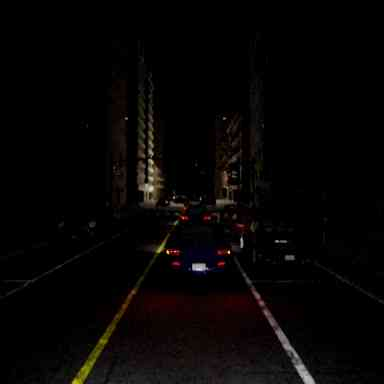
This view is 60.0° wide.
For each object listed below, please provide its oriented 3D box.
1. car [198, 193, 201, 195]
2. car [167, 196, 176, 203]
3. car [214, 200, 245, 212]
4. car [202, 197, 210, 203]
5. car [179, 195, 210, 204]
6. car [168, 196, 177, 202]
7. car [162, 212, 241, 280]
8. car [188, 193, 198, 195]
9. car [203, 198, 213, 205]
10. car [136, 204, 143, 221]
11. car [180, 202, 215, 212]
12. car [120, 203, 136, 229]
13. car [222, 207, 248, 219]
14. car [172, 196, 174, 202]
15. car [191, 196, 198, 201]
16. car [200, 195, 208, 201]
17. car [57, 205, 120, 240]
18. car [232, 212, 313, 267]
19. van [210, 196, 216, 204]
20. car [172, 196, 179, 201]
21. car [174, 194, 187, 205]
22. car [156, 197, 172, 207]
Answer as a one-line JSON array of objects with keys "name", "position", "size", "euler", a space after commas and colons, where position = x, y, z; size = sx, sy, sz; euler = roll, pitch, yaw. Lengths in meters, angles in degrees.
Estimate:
[{"name": "car", "position": [3.268, 1.567, 83.401], "size": [2.192, 1.841, 5.009], "euler": [0, 0, 0]}, {"name": "car", "position": [-4.802, 1.763, 77.604], "size": [1.752, 1.417, 4.829], "euler": [0, 0, 0]}, {"name": "car", "position": [2.799, 1.511, 22.396], "size": [1.967, 1.590, 4.097], "euler": [0, 0, 0]}, {"name": "car", "position": [3.224, 1.821, 77.719], "size": [1.802, 1.307, 4.206], "euler": [0, 0, 0]}, {"name": "car", "position": [0.294, 1.446, 29.570], "size": [2.097, 1.767, 4.553], "euler": [0, 0, 3]}, {"name": "car", "position": [-4.757, 1.818, 83.456], "size": [1.947, 1.339, 4.313], "euler": [0, 0, 0]}, {"name": "car", "position": [0.164, 1.557, 9.890], "size": [1.812, 1.442, 4.674], "euler": [0, 0, 0]}, {"name": "car", "position": [0.643, 1.607, 85.114], "size": [2.097, 1.767, 4.553], "euler": [0, 0, 0]}, {"name": "car", "position": [3.137, 1.789, 66.356], "size": [1.802, 1.307, 4.206], "euler": [0, 0, 0]}, {"name": "car", "position": [-5.184, 1.639, 27.967], "size": [2.008, 1.369, 4.403], "euler": [0, 0, 0]}, {"name": "car", "position": [0.249, 1.590, 20.302], "size": [1.812, 1.442, 4.674], "euler": [0, 0, 0]}, {"name": "car", "position": [-5.227, 1.596, 22.278], "size": [1.752, 1.417, 4.829], "euler": [0, 0, 0]}, {"name": "car", "position": [2.757, 1.636, 16.876], "size": [1.802, 1.307, 4.206], "euler": [0, 0, 0]}, {"name": "car", "position": [-4.932, 1.734, 60.729], "size": [1.887, 1.381, 4.507], "euler": [0, 0, 0]}, {"name": "car", "position": [0.720, 1.747, 95.145], "size": [1.812, 1.442, 4.674], "euler": [0, 0, 0]}, {"name": "car", "position": [3.355, 1.720, 94.762], "size": [1.967, 1.590, 4.097], "euler": [0, 0, 0]}, {"name": "car", "position": [-5.268, 1.493, 16.931], "size": [1.967, 1.590, 4.097], "euler": [0, 0, 0]}, {"name": "car", "position": [2.714, 1.587, 11.358], "size": [2.008, 1.369, 4.403], "euler": [0, 0, 0]}, {"name": "van", "position": [3.049, 1.513, 54.995], "size": [1.690, 1.788, 3.998], "euler": [0, 0, 0]}, {"name": "car", "position": [-4.670, 1.845, 94.819], "size": [1.947, 1.339, 4.313], "euler": [0, 0, 0]}, {"name": "car", "position": [-2.287, 1.682, 65.534], "size": [1.882, 1.535, 5.008], "euler": [0, 0, 1]}, {"name": "car", "position": [-4.976, 1.722, 55.047], "size": [2.008, 1.369, 4.403], "euler": [0, 0, 0]}]
